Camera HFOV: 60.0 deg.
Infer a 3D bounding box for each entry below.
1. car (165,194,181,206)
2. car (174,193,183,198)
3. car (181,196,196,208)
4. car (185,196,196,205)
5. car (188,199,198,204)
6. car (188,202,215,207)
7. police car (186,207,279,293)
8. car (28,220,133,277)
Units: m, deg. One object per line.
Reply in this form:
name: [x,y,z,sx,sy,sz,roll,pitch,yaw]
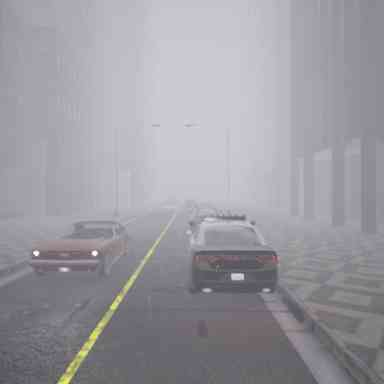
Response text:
car: [-3.303,1.450,54.191,2.128,1.511,4.902,0,0,0]
car: [-3.376,1.447,93.751,1.837,1.490,4.892,0,0,0]
car: [-0.160,1.491,46.165,1.812,1.442,4.674,0,0,0]
car: [-0.242,1.433,60.445,1.882,1.535,5.008,0,0,0]
car: [0.801,1.489,24.856,1.837,1.490,4.892,0,0,0]
car: [0.826,1.515,18.855,1.812,1.442,4.674,0,0,0]
police car: [0.865,1.422,8.964,1.930,1.638,5.238,0,0,0]
car: [-3.139,1.597,10.372,1.895,1.301,4.718,0,0,0]
